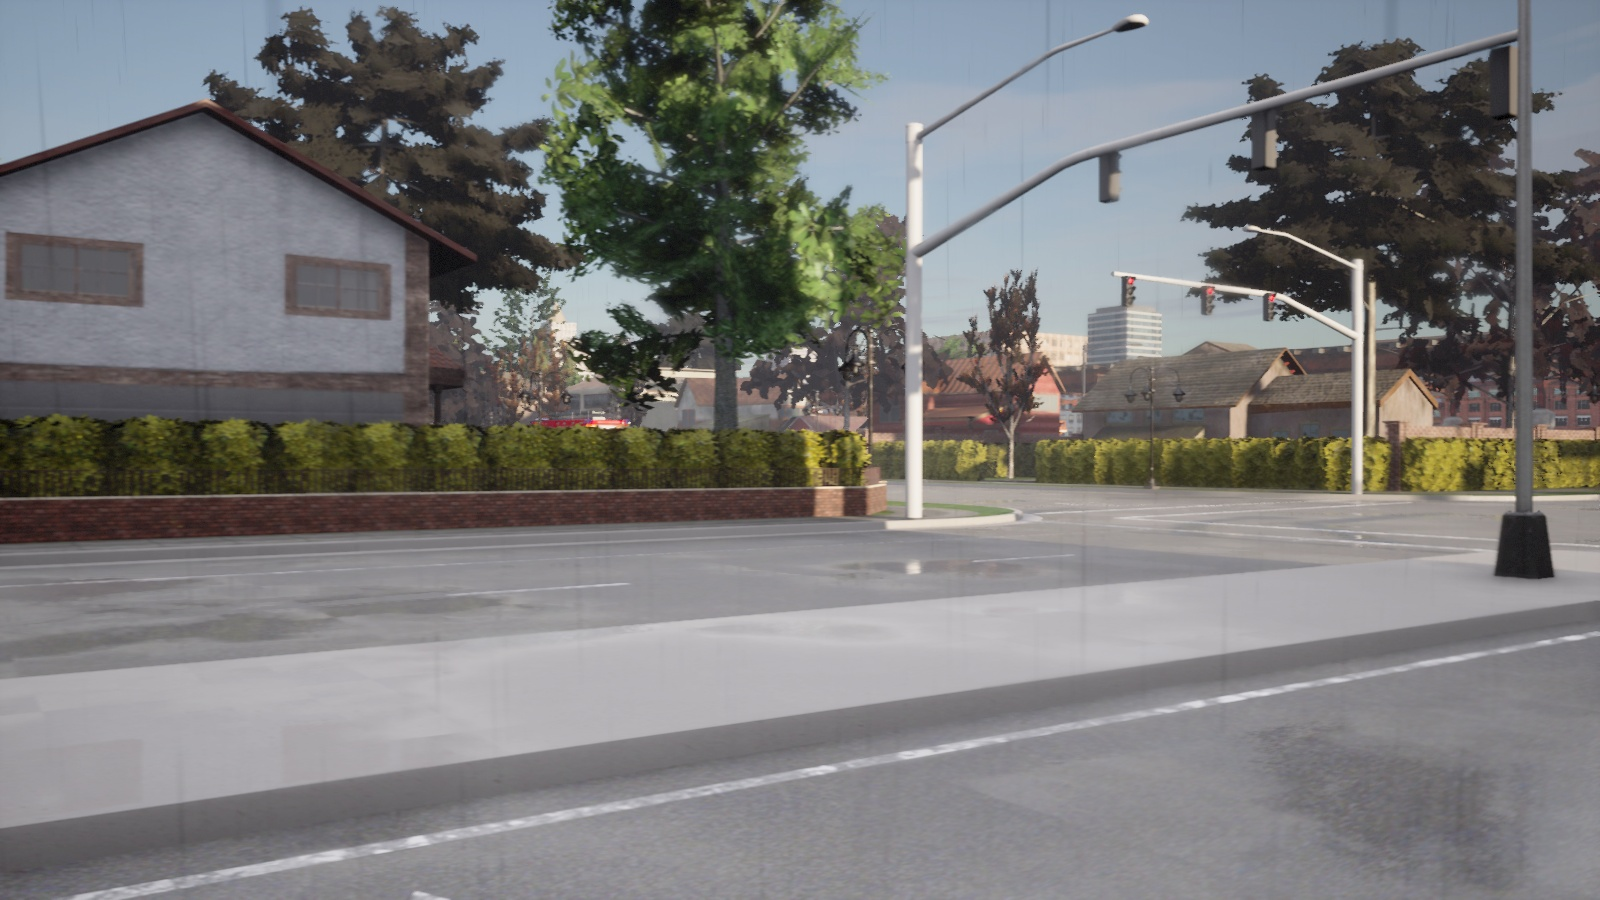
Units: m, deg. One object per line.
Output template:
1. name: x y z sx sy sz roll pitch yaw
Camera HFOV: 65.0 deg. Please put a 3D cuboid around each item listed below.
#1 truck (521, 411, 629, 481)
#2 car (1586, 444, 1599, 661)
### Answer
1. truck: -13.342 -0.212 73.808 2.891 3.827 8.468 0 0 -35
2. car: 8.120 0.707 9.312 4.902 1.511 2.128 0 0 -35
